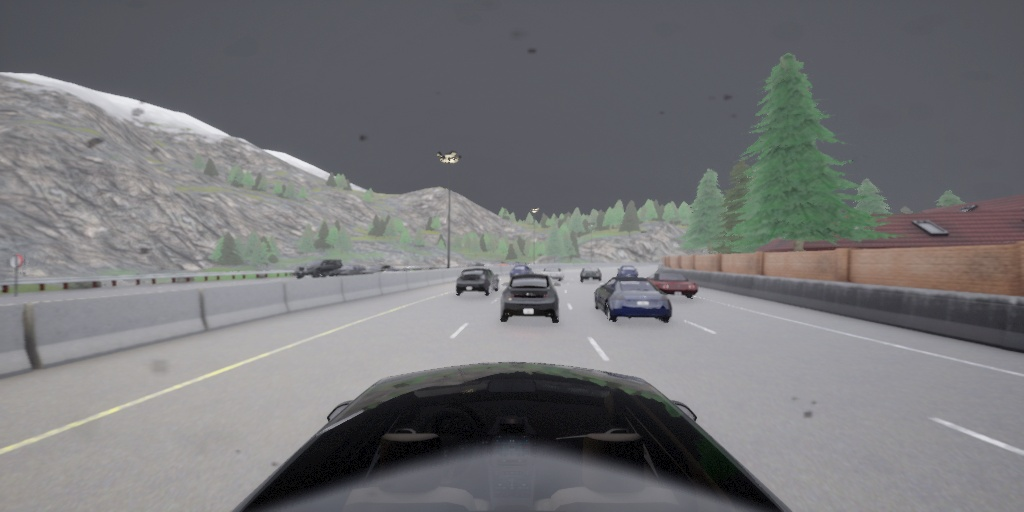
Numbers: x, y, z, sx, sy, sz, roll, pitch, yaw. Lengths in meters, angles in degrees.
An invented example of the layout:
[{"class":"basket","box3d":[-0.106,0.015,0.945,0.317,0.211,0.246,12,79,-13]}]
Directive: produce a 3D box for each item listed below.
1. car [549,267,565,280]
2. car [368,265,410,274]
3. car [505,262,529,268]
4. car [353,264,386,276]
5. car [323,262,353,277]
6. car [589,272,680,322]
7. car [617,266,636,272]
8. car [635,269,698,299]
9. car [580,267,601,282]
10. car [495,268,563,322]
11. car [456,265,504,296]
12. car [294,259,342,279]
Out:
[{"class":"car","box3d":[3.935,1.717,34.114,1.895,1.301,4.718,0,-1,13]},{"class":"car","box3d":[-10.800,1.675,33.061,1.895,1.301,4.718,0,-1,12]},{"class":"car","box3d":[1.014,1.667,36.911,1.812,1.442,4.674,0,-1,13]},{"class":"car","box3d":[-13.587,1.614,36.661,1.837,1.490,4.892,0,-1,13]},{"class":"car","box3d":[-16.915,1.664,37.995,2.033,1.411,5.357,0,-1,13]},{"class":"car","box3d":[4.209,1.448,13.047,1.994,1.385,4.181,0,-1,5]},{"class":"car","box3d":[11.616,1.680,36.056,1.812,1.442,4.674,0,-1,14]},{"class":"car","box3d":[8.440,1.568,19.778,1.895,1.301,4.718,0,-1,7]},{"class":"car","box3d":[7.464,1.722,33.857,1.895,1.301,4.718,0,-1,13]},{"class":"car","box3d":[0.683,1.382,12.946,1.837,1.490,4.892,0,0,5]},{"class":"car","box3d":[-1.930,1.466,21.202,1.837,1.490,4.892,0,-1,7]},{"class":"car","box3d":[-20.400,1.338,38.312,2.150,2.045,5.566,0,-1,12]}]
